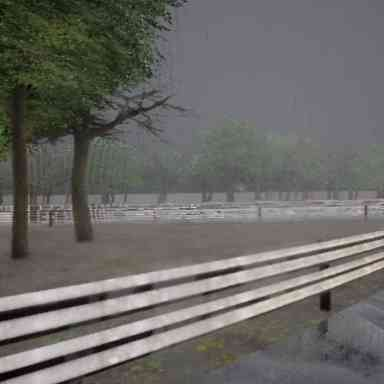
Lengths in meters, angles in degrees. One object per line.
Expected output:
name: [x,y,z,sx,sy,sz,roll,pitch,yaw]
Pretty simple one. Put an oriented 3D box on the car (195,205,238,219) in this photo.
car: [2.801,2.191,37.704,4.892,1.490,1.837,-1,0,1]
